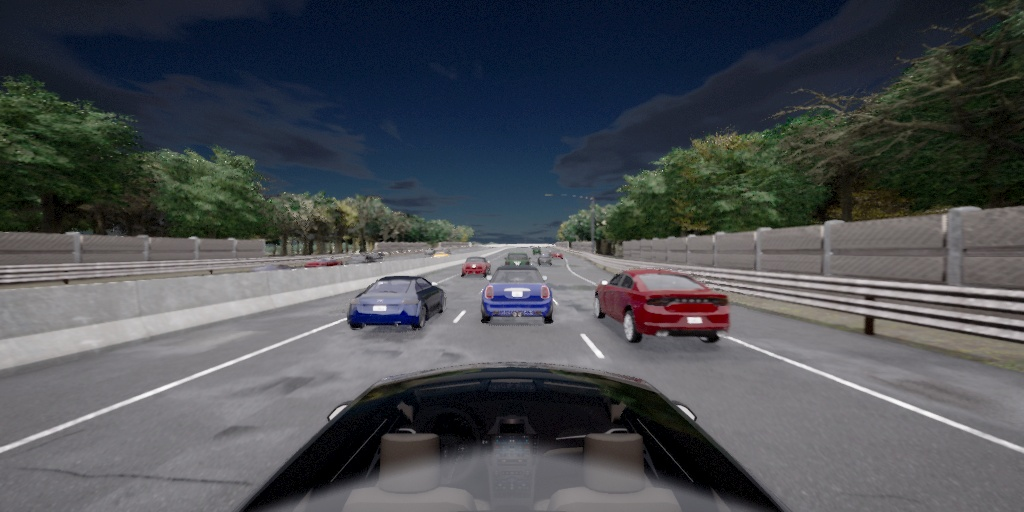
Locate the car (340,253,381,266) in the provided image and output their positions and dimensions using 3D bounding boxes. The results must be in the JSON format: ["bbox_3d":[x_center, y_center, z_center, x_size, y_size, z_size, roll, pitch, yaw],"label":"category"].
[{"bbox_3d":[-16.929,0.749,40.303,1.837,1.490,4.892,0,1,2],"label":"car"}]

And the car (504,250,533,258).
[{"bbox_3d":[0.497,0.674,31.164,2.150,2.045,5.566,0,1,1],"label":"car"}]

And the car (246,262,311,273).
[{"bbox_3d":[-13.921,1.198,20.647,1.994,1.385,4.181,0,1,1],"label":"car"}]

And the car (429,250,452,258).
[{"bbox_3d":[-12.464,0.102,62.403,1.882,1.535,5.008,0,2,3],"label":"car"}]

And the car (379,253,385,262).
[{"bbox_3d":[-22.477,0.252,59.049,1.837,1.490,4.892,0,2,0],"label":"car"}]

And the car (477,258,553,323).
[{"bbox_3d":[0.167,1.071,12.184,2.097,1.767,4.553,0,0,1],"label":"car"}]

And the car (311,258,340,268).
[{"bbox_3d":[-20.465,0.871,39.314,1.895,1.301,4.718,0,1,2],"label":"car"}]

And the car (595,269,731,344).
[{"bbox_3d":[3.524,1.079,9.365,1.882,1.535,5.008,0,0,0],"label":"car"}]

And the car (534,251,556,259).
[{"bbox_3d":[4.553,0.450,50.541,2.128,1.511,4.902,0,2,2],"label":"car"}]

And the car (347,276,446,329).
[{"bbox_3d":[-3.344,1.289,11.114,1.994,1.385,4.181,0,0,0],"label":"car"}]

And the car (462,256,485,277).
[{"bbox_3d":[-3.003,0.809,30.999,2.097,1.767,4.553,0,1,1],"label":"car"}]
